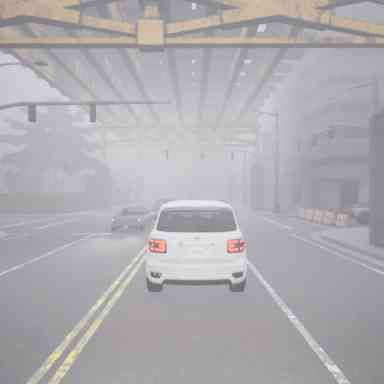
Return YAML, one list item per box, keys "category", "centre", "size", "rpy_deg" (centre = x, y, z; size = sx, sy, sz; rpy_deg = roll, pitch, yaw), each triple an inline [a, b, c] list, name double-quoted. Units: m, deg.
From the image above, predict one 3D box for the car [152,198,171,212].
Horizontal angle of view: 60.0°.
- category: "car"
  centre: [-3.575, 1.526, 39.720]
  size: [1.812, 1.442, 4.674]
  rpy_deg: [0, 0, 0]

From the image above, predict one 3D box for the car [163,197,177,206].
- category: "car"
  centre: [-3.535, 1.562, 54.825]
  size: [1.994, 1.385, 4.181]
  rpy_deg: [0, 0, 0]

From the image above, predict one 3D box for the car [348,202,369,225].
- category: "car"
  centre: [13.277, 1.453, 22.120]
  size: [4.974, 1.542, 2.038]
  rpy_deg: [0, 0, -20]

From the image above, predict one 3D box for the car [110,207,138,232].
- category: "car"
  centre: [-3.587, 1.601, 20.239]
  size: [1.895, 1.301, 4.718]
  rpy_deg: [0, 0, 0]

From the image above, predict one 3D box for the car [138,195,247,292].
- category: "car"
  centre: [0.085, 1.221, 9.075]
  size: [2.150, 2.045, 5.566]
  rpy_deg: [0, 0, 0]

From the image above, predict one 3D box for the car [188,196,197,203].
- category: "car"
  centre: [0.147, 1.526, 68.196]
  size: [1.812, 1.442, 4.674]
  rpy_deg: [0, 0, 0]

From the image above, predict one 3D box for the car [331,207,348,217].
- category: "car"
  centre: [13.653, 1.295, 26.257]
  size: [4.536, 1.218, 1.853]
  rpy_deg: [0, 0, 25]
